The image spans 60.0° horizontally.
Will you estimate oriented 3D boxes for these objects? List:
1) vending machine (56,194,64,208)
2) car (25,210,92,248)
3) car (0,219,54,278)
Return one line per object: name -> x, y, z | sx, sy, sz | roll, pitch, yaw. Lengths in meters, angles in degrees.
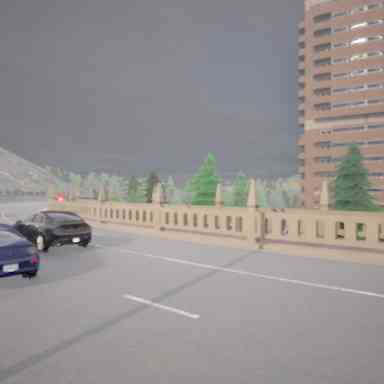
vending machine -> -19.183, 1.315, 48.369 | 1.100, 2.100, 0.880 | 0, 0, -20
car -> -6.056, 1.540, 14.124 | 4.892, 1.490, 1.837 | 0, 0, 44
car -> -5.795, 1.544, 9.048 | 4.674, 1.442, 1.812 | 0, 0, 42
